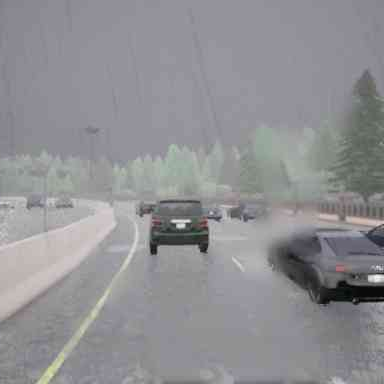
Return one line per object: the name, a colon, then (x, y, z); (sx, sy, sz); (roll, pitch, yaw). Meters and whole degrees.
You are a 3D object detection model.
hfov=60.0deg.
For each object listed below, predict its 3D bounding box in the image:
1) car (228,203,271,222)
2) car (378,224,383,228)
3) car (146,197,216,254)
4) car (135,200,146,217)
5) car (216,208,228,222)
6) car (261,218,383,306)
car: (4.376, 1.562, 26.226); (2.033, 1.411, 5.357); (0, 0, -12)
car: (6.730, 1.553, 9.983); (2.033, 1.411, 5.357); (0, 0, -4)
car: (-0.663, 1.229, 13.833); (2.150, 2.045, 5.566); (0, 0, -6)
car: (-4.225, 1.522, 31.403); (1.837, 1.490, 4.892); (0, 0, -16)
car: (0.825, 1.562, 26.129); (2.033, 1.411, 5.357); (0, 0, -13)
car: (3.301, 1.569, 8.152); (1.994, 1.385, 4.181); (0, 0, -3)
